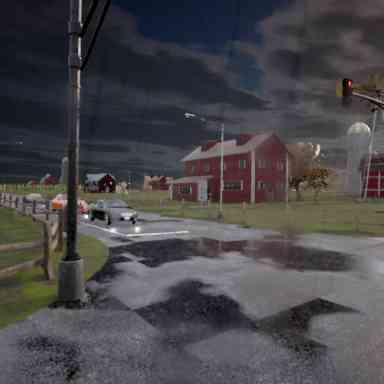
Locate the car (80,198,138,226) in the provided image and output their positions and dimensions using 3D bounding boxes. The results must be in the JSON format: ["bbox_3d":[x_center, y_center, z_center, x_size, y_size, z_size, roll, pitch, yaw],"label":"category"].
[{"bbox_3d":[-5.118,1.201,21.098,2.128,1.511,4.902,1,0,-35],"label":"car"}]

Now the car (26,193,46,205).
[{"bbox_3d":[-19.841,0.901,42.039,1.812,1.442,4.674,1,0,-35],"label":"car"}]

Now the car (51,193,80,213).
[{"bbox_3d":[-10.737,0.933,29.078,2.097,1.767,4.553,1,0,-35],"label":"car"}]
